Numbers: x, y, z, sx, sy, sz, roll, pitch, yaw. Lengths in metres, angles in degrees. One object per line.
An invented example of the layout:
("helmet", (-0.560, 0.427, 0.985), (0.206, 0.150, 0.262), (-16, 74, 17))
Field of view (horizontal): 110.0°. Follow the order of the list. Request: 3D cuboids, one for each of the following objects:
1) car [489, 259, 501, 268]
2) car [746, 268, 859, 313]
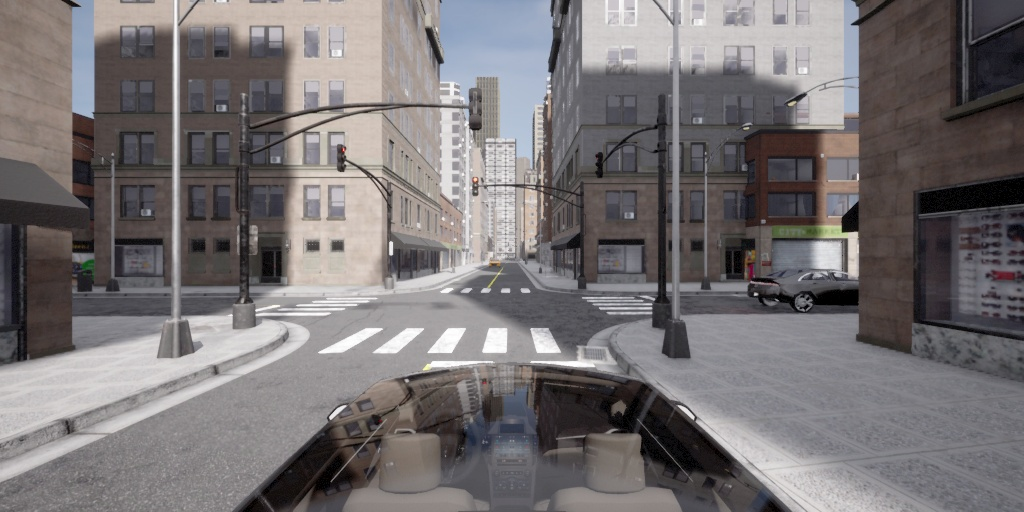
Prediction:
("car", (-2.995, 1.207, 62.919), (1.882, 1.535, 5.008), (0, 0, 0))
("car", (11.428, 1.209, 13.234), (4.902, 1.511, 2.128), (0, 0, 0))
